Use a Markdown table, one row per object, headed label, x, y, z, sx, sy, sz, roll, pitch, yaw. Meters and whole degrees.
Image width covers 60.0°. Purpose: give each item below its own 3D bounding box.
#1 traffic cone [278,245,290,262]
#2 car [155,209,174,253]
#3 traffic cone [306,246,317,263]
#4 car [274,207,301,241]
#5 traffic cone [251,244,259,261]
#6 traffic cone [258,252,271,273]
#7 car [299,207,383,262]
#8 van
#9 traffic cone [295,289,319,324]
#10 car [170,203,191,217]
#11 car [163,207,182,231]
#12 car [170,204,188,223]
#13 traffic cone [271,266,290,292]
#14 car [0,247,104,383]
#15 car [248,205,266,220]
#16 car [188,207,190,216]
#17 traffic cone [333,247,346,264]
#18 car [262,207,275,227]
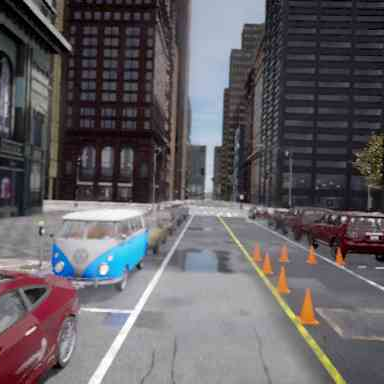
| label | x | y | z | sx | sy | sz | roll | pitch | yaw |
| --- | --- | --- | --- | --- | --- | --- | --- | --- | --- |
| traffic cone | 3.384 | 2.234 | 12.194 | 0.340 | 0.580 | 0.340 | 2 | -1 | 2 |
| car | -2.015 | 1.628 | 14.247 | 1.752 | 1.417 | 4.829 | 2 | -1 | 2 |
| traffic cone | 4.383 | 2.270 | 12.157 | 0.340 | 0.580 | 0.340 | 2 | -1 | 2 |
| car | 6.718 | 1.812 | 19.737 | 2.192 | 1.841 | 5.009 | 2 | -1 | 2 |
| traffic cone | 2.386 | 2.197 | 12.232 | 0.340 | 0.580 | 0.340 | 2 | -1 | 2 |
| traffic cone | 2.312 | 2.169 | 10.233 | 0.340 | 0.580 | 0.340 | 2 | -1 | 2 |
| car | 6.511 | 1.733 | 14.105 | 2.192 | 1.841 | 5.009 | 2 | -1 | 2 |
| van | -2.210 | 1.368 | 8.787 | 1.690 | 1.788 | 3.998 | 2 | -1 | 2 |
| traffic cone | 2.165 | 2.114 | 6.236 | 0.340 | 0.580 | 0.340 | 2 | -1 | 2 |
| car | -1.182 | 1.975 | 36.945 | 2.008 | 1.369 | 4.403 | 2 | -1 | 2 |
| car | -1.804 | 1.765 | 20.048 | 1.802 | 1.307 | 4.206 | 2 | -1 | 2 |
| car | -1.597 | 1.829 | 25.681 | 1.947 | 1.339 | 4.313 | 2 | -1 | 2 |
| traffic cone | 2.239 | 2.141 | 8.235 | 0.340 | 0.580 | 0.340 | 2 | -1 | 2 |
| car | -2.425 | 1.531 | 3.152 | 1.802 | 1.307 | 4.206 | 2 | -1 | 2 |
| car | 7.335 | 2.178 | 36.631 | 1.967 | 1.590 | 4.097 | 2 | -1 | 2 |
| car | -1.390 | 1.909 | 31.313 | 1.947 | 1.339 | 4.313 | 2 | -1 | 2 |
| traffic cone | 5.363 | 2.296 | 12.105 | 0.340 | 0.580 | 0.340 | -2 | -1 | -1 |
| car | 6.917 | 2.143 | 25.366 | 1.947 | 1.339 | 4.313 | 2 | -1 | 2 |
